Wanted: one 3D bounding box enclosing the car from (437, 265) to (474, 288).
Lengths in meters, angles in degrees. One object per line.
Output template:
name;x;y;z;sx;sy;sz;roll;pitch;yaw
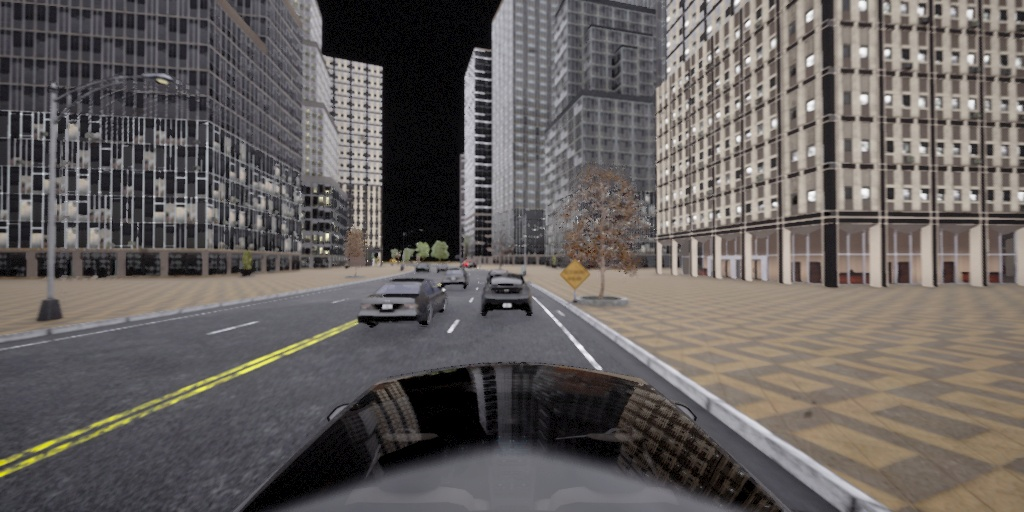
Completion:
car;-4.205;1.646;27.193;2.033;1.411;5.357;0;-1;-4

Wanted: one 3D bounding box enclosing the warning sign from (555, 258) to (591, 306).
warning sign;2.587;1.038;14.710;1.300;1.860;1.060;0;0;-2

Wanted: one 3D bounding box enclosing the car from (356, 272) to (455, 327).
car;-3.417;1.444;12.154;2.033;1.411;5.357;0;-1;-2

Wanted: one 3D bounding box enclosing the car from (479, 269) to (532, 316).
car;-0.238;1.428;14.414;1.837;1.490;4.892;0;0;-2

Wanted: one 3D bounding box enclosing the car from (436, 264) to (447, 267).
car;-11.106;2.019;57.828;1.837;1.490;4.892;0;-1;-8

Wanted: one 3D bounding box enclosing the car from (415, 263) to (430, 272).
car;-14.488;1.879;58.416;2.097;1.767;4.553;0;-1;-9
